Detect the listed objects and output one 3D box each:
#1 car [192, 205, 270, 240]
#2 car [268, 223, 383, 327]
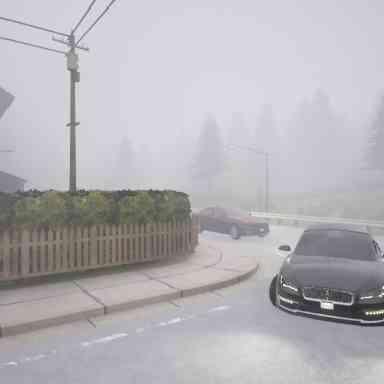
[{"bbox_3d":[1.870,1.478,17.440,1.882,1.535,5.008,0,0,-33],"label":"car"},{"bbox_3d":[3.168,1.505,7.304,1.837,1.490,4.892,0,0,27],"label":"car"}]
